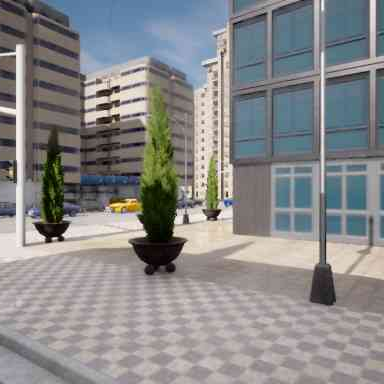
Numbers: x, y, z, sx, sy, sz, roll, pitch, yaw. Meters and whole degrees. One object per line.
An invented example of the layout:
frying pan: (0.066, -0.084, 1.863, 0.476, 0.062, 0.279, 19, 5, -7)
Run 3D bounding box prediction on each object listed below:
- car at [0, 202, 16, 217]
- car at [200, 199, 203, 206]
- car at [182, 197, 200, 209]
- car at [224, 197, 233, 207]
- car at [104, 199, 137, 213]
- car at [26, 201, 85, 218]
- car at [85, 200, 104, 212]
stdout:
car: (-17.117, 1.615, 29.718, 2.033, 1.411, 5.357, 0, 0, 35)
car: (-0.006, 1.593, 53.803, 1.812, 1.442, 4.674, 0, 0, 36)
car: (-1.363, 1.592, 45.880, 1.812, 1.442, 4.674, 0, 0, 35)
car: (6.703, 1.542, 50.906, 1.882, 1.535, 5.008, 0, 0, 35)
car: (-7.140, 1.544, 37.750, 1.882, 1.535, 5.008, 0, 0, 35)
car: (-12.461, 1.592, 30.200, 1.812, 1.442, 4.674, 0, 0, 35)
car: (-11.782, 1.631, 37.248, 1.994, 1.385, 4.181, 0, 0, 35)
